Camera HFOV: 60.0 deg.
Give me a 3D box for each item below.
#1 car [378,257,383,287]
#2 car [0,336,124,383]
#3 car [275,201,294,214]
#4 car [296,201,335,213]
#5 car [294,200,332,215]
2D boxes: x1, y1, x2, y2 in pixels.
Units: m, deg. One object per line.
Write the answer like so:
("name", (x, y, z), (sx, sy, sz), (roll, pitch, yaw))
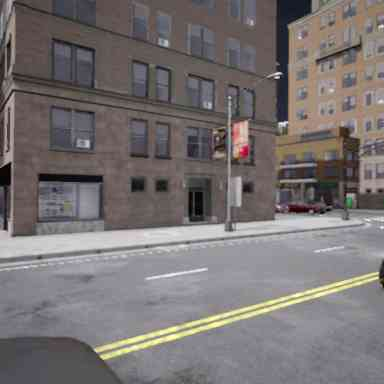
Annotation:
("car", (6.296, 1.627, 7.910), (4.181, 1.385, 1.994), (0, 0, -35))
("car", (-2.826, 1.537, 1.427), (5.357, 1.411, 2.033), (0, 0, -35))
("car", (8.804, 1.606, 37.005), (1.967, 1.590, 4.097), (1, 0, -35))
("car", (15.369, 1.816, 41.618), (1.947, 1.339, 4.313), (1, 0, -35))
("car", (12.265, 1.671, 36.489), (1.882, 1.535, 5.008), (1, 0, -35))
